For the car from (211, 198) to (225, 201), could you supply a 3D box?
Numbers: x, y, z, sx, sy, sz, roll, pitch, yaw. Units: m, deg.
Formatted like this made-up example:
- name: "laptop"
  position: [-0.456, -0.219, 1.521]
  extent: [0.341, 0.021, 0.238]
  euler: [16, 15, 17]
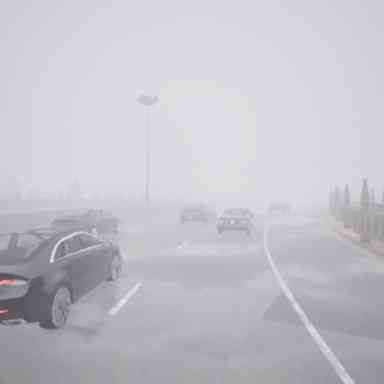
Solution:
- name: "car"
  position: [4.313, 1.798, 58.626]
  extent: [1.882, 1.535, 5.008]
  euler: [0, -1, 27]

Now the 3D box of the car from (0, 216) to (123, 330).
- name: "car"
  position: [-2.924, 1.493, 6.935]
  extent: [2.128, 1.511, 4.902]
  euler: [0, 0, 5]

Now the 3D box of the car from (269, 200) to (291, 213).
- name: "car"
  position: [10.352, 1.719, 39.322]
  extent: [1.812, 1.442, 4.674]
  euler: [0, 0, 26]

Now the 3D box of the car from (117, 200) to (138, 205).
- name: "car"
  position: [-9.615, 1.776, 46.680]
  extent: [1.895, 1.301, 4.718]
  euler: [0, 0, 26]

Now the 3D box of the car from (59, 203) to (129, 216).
- name: "car"
  position: [-5.061, 1.530, 16.592]
  extent: [1.837, 1.490, 4.892]
  euler: [0, 0, 11]

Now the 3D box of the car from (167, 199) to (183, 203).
- name: "car"
  position: [-2.469, 1.772, 53.094]
  extent: [1.812, 1.442, 4.674]
  euler: [0, -1, 28]

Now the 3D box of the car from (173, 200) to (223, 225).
- name: "car"
  position: [0.572, 1.572, 24.698]
  extent: [2.128, 1.511, 4.902]
  euler: [0, 0, 17]

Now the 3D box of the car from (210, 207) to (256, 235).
- name: "car"
  position: [2.704, 1.613, 19.611]
  extent: [2.033, 1.411, 5.357]
  euler: [0, 0, 14]
